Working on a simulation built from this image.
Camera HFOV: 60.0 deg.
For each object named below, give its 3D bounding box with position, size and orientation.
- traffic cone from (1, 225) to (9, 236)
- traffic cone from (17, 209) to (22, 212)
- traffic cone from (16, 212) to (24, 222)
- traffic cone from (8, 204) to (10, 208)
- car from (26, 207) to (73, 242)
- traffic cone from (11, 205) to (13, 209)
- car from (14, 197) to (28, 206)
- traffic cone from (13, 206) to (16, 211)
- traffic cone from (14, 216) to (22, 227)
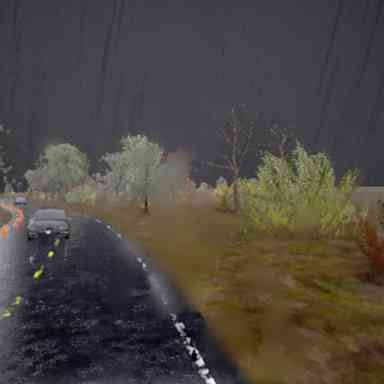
[{"bbox_3d":[-9.915,2.032,17.617,0.340,0.580,0.340,0,0,-21],"label":"traffic cone"},{"bbox_3d":[-15.883,2.094,31.021,0.340,0.580,0.340,0,0,-27],"label":"traffic cone"},{"bbox_3d":[-13.718,2.073,26.632,0.340,0.580,0.340,0,0,-25],"label":"traffic cone"},{"bbox_3d":[-26.033,2.184,47.988,0.340,0.580,0.340,0,0,-32],"label":"traffic cone"},{"bbox_3d":[-7.290,1.578,17.204,1.837,1.490,4.892,0,0,-20],"label":"car"},{"bbox_3d":[-23.376,2.161,43.752,0.340,0.580,0.340,0,0,-32],"label":"traffic cone"},{"bbox_3d":[-31.387,1.772,61.030,1.882,1.535,5.008,0,0,-32],"label":"car"},{"bbox_3d":[-20.724,2.138,39.523,0.340,0.580,0.340,0,0,-32],"label":"traffic cone"},{"bbox_3d":[-11.727,2.052,22.162,0.340,0.580,0.340,0,0,-23],"label":"traffic cone"}]
